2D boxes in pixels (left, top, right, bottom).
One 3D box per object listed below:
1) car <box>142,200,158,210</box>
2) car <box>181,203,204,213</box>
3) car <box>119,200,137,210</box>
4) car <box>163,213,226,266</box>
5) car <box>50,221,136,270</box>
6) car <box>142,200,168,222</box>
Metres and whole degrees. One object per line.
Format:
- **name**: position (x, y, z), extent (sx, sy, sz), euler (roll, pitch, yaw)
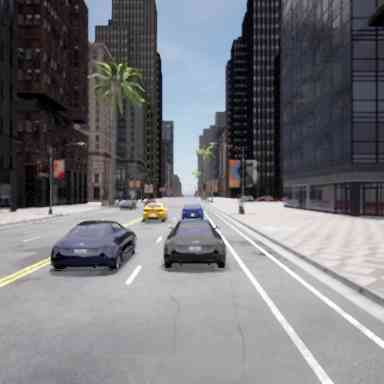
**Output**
- **car**: position (-6.572, 1.987, 52.603), extent (1.837, 1.490, 4.892), euler (0, -1, 0)
- **car**: position (0.065, 1.744, 29.530), extent (1.882, 1.535, 5.008), euler (0, -1, 0)
- **car**: position (-9.832, 2.017, 51.569), extent (2.033, 1.411, 5.357), euler (0, -1, 0)
- **car**: position (0.086, 1.671, 11.902), extent (1.994, 1.385, 4.181), euler (0, -1, 0)
- **car**: position (-3.162, 1.667, 11.429), extent (1.994, 1.385, 4.181), euler (0, 0, 0)
- **car**: position (-3.183, 1.744, 29.503), extent (1.882, 1.535, 5.008), euler (0, -1, 0)
